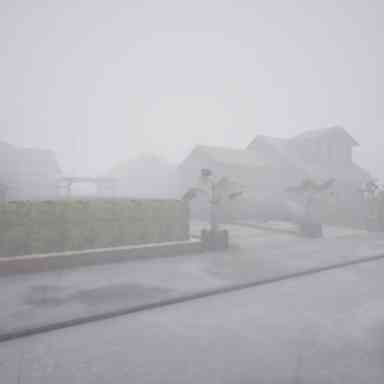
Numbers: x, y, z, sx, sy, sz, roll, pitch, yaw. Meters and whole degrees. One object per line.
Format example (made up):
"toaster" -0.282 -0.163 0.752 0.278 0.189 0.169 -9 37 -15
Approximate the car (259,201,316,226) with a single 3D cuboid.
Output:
"car" 6.284 1.338 21.939 1.845 1.501 3.633 1 0 -38
